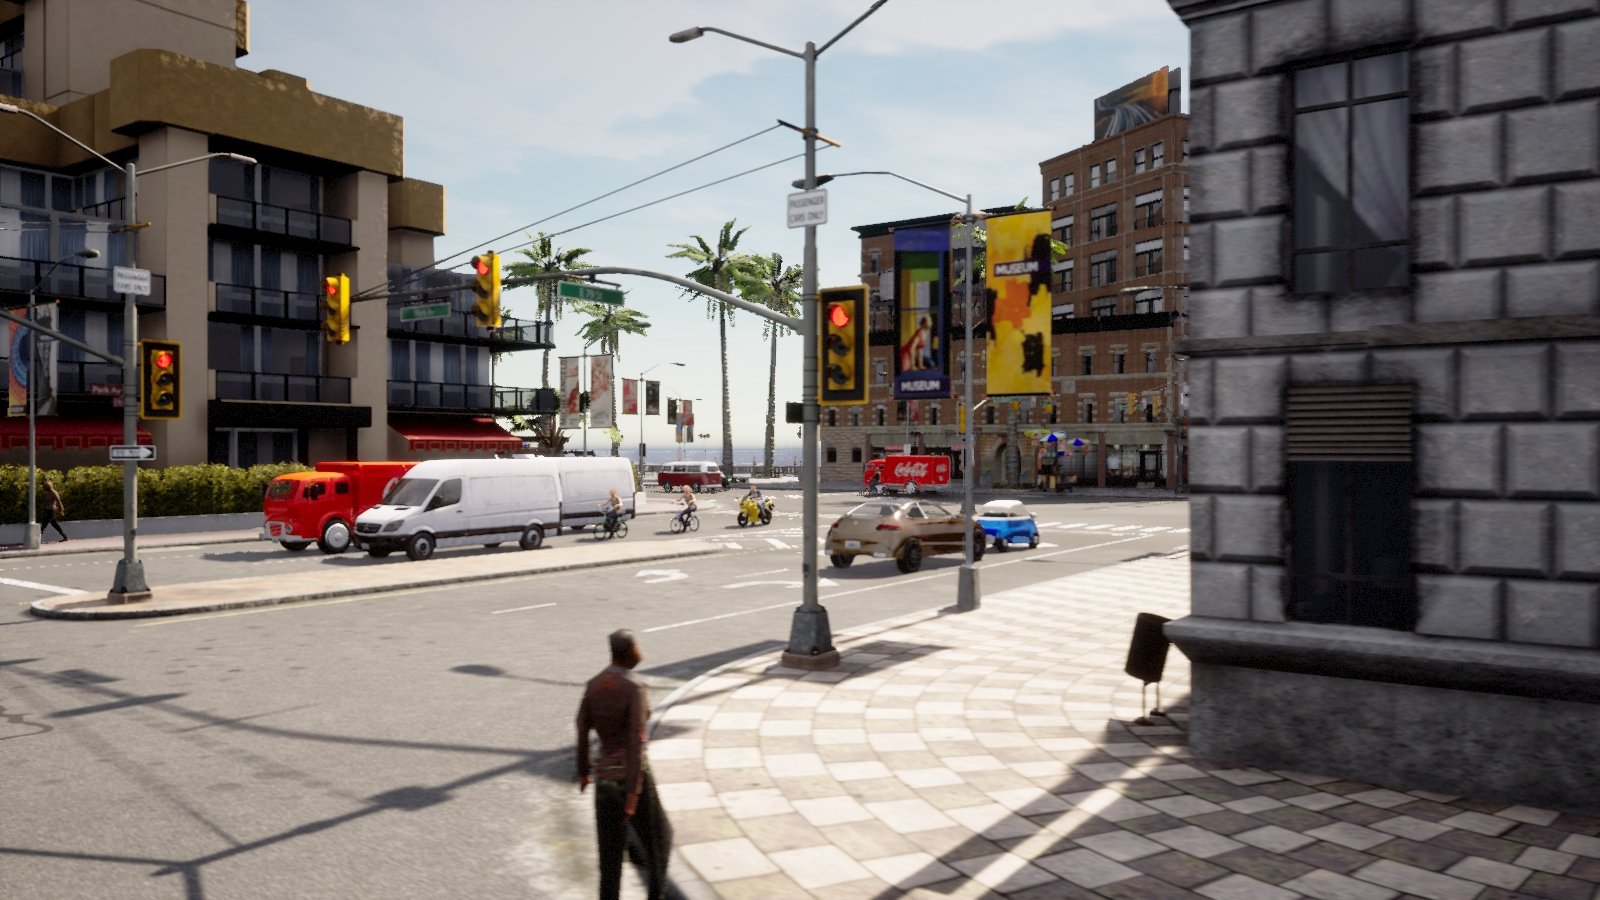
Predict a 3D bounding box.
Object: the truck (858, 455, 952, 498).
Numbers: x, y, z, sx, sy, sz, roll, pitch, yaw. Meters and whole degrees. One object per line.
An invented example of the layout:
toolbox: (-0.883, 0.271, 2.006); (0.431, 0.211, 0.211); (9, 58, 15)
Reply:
truck: (6.458, 1.578, 70.477); (5.204, 2.467, 2.627); (0, 0, 36)

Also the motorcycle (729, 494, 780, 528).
motorcycle: (-1.650, 2.216, 41.808); (0.803, 1.145, 2.033); (0, 0, 35)

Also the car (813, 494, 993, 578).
car: (2.627, 1.994, 27.882); (2.152, 1.651, 5.027); (0, 0, 35)

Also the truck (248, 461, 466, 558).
truck: (-12.476, 1.572, 32.513); (2.627, 2.467, 5.204); (0, 0, 35)

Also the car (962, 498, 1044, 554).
car: (5.760, 2.122, 32.323); (1.481, 1.376, 2.207); (0, 0, 35)

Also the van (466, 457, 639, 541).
van: (-8.205, 1.538, 38.508); (1.988, 2.561, 5.915); (0, 0, 35)

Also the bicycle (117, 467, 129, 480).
bicycle: (-63.274, 2.224, 106.781); (1.835, 1.171, 0.329); (0, 0, 36)

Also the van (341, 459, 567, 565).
van: (-9.217, 1.538, 31.050); (1.988, 2.561, 5.915); (0, 0, 35)

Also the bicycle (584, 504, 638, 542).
bicycle: (-5.909, 2.259, 35.776); (0.859, 1.080, 1.487); (0, 0, 35)

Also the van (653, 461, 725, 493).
van: (-7.410, 1.788, 76.140); (4.480, 2.038, 2.069); (0, 0, 35)

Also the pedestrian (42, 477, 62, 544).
pedestrian: (-21.152, 1.701, 32.312); (0.375, 1.860, 0.375); (0, 0, 34)

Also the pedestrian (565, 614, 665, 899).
pedestrian: (-0.994, 1.850, 6.150); (0.375, 1.860, 0.375); (0, 0, 32)
